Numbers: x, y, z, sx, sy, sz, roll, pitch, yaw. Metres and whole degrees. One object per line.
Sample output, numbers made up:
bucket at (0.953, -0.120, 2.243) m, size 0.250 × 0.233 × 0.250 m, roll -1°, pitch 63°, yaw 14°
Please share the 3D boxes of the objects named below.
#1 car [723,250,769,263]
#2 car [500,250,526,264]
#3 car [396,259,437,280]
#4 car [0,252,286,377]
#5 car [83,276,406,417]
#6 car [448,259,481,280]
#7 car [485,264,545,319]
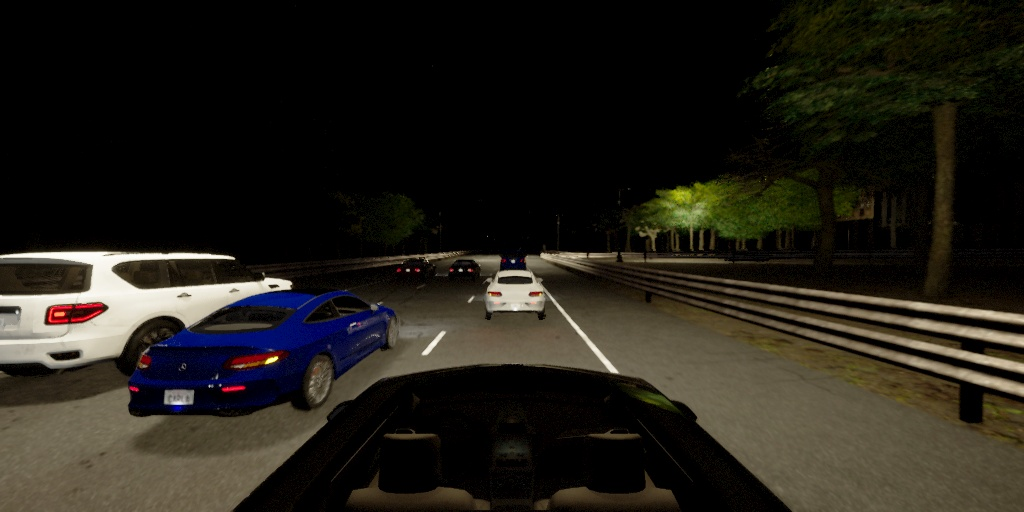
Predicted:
car at (27.270, 0.052, 41.920) m, size 1.812 × 1.442 × 4.674 m, roll -1°, pitch 0°, yaw -39°
car at (0.095, 0.499, 31.616) m, size 2.150 × 2.045 × 5.566 m, roll 0°, pitch 1°, yaw 0°
car at (-6.903, 0.937, 26.302) m, size 2.033 × 1.411 × 5.357 m, roll 0°, pitch 1°, yaw 0°
car at (-6.902, 0.942, 7.467) m, size 2.150 × 2.045 × 5.566 m, roll 0°, pitch 1°, yaw 0°
car at (-3.387, 1.258, 5.953) m, size 1.812 × 1.442 × 4.674 m, roll 0°, pitch 0°, yaw 0°
car at (-3.403, 0.938, 26.257) m, size 2.033 × 1.411 × 5.357 m, roll 0°, pitch 1°, yaw 0°
car at (0.096, 1.191, 12.331) m, size 1.812 × 1.442 × 4.674 m, roll 0°, pitch 1°, yaw 0°
